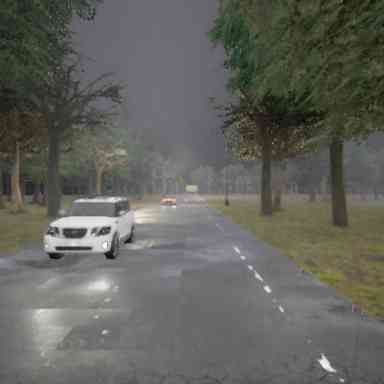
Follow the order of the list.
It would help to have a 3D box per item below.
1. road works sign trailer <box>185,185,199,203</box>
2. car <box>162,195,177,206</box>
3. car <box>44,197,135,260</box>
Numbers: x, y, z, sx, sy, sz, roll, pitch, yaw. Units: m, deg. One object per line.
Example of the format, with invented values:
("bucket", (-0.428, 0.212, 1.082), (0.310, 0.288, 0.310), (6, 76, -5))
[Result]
("road works sign trailer", (-0.014, 0.348, 64.775), (2.380, 3.560, 2.880), (0, 0, 0))
("car", (-3.578, 1.292, 53.478), (2.097, 1.767, 4.553), (0, 0, 0))
("car", (-3.603, 1.223, 12.863), (2.150, 2.045, 5.566), (0, 0, 0))
